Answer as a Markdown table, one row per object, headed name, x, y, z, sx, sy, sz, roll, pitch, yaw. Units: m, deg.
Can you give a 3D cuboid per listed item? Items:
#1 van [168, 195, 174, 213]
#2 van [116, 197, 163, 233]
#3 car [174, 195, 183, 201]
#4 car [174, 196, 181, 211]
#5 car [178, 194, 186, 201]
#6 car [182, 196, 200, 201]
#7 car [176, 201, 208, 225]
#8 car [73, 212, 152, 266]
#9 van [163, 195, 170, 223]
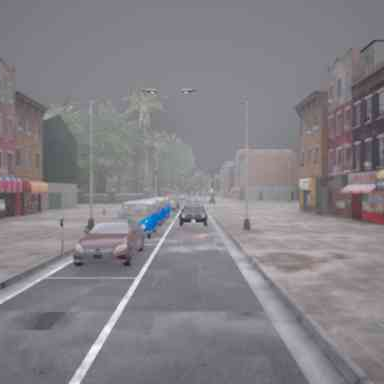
| name | x | y | z | sx | sy | sz | roll | pitch | yaw |
| --- | --- | --- | --- | --- | --- | --- | --- | --- | --- |
| van | -2.641 | 1.304 | 27.773 | 1.690 | 1.788 | 3.998 | 0 | 0 | 0 |
| van | -2.640 | 1.316 | 16.845 | 1.690 | 1.788 | 3.998 | 0 | 0 | 0 |
| car | -2.643 | 1.263 | 44.165 | 2.192 | 1.841 | 5.009 | 0 | 0 | 0 |
| car | -2.642 | 1.502 | 38.702 | 2.008 | 1.369 | 4.403 | 0 | 0 | 0 |
| car | -2.648 | 1.465 | 88.002 | 1.967 | 1.590 | 4.097 | 0 | 0 | 0 |
| car | 0.087 | 1.513 | 41.077 | 1.994 | 1.385 | 4.181 | 0 | 0 | 0 |
| car | 0.094 | 1.569 | 23.465 | 1.895 | 1.301 | 4.718 | 0 | 0 | 0 |
| car | -2.639 | 1.563 | 11.381 | 1.802 | 1.307 | 4.206 | 0 | 0 | 0 |
| van | -2.640 | 1.310 | 22.309 | 1.690 | 1.788 | 3.998 | 0 | 0 | 0 |
